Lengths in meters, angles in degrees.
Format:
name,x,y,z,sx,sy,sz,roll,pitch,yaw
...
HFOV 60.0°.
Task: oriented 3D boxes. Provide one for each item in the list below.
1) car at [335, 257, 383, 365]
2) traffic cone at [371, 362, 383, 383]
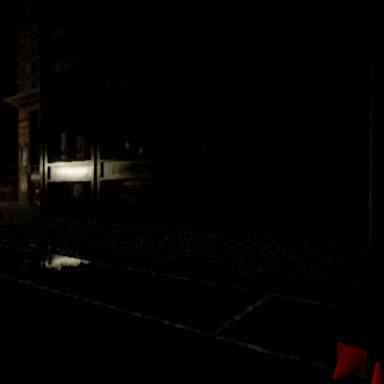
name,x,y,z,sx,sy,sz,roll,pitch,yaw
car,4.423,1.317,3.817,5.009,1.841,2.192,0,0,34
traffic cone,1.822,1.956,3.242,0.340,0.580,0.340,0,0,34
